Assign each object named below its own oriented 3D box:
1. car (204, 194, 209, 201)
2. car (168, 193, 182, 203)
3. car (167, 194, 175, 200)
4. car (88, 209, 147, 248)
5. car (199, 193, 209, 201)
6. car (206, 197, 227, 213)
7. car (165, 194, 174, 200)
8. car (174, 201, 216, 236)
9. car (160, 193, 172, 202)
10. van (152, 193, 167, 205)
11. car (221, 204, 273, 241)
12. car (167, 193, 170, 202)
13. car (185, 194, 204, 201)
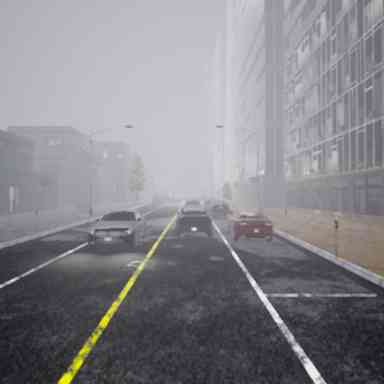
[{"bbox_3d":[2.702,1.418,50.042,1.947,1.339,4.313,1,0,0],"label":"car"},{"bbox_3d":[-3.001,1.313,61.938,2.128,1.511,4.902,0,0,0],"label":"car"},{"bbox_3d":[-5.677,1.286,89.606,1.887,1.381,4.507,1,0,0],"label":"car"},{"bbox_3d":[-3.100,1.482,14.637,1.812,1.442,4.674,0,0,0],"label":"car"},{"bbox_3d":[2.706,1.087,78.262,2.192,1.841,5.009,1,0,0],"label":"car"},{"bbox_3d":[2.702,1.467,33.109,1.947,1.339,4.313,1,0,0],"label":"car"},{"bbox_3d":[-5.677,1.307,83.962,2.008,1.369,4.403,1,0,0],"label":"car"},{"bbox_3d":[0.101,1.453,17.980,1.837,1.490,4.892,0,1,0],"label":"car"},{"bbox_3d":[-5.673,1.103,72.674,2.192,1.841,5.009,1,0,0],"label":"car"},{"bbox_3d":[-5.674,1.178,55.742,1.690,1.788,3.998,1,0,0],"label":"van"},{"bbox_3d":[2.702,1.496,16.178,1.887,1.381,4.507,1,0,0],"label":"car"},{"bbox_3d":[-5.678,1.402,61.387,1.802,1.307,4.206,1,0,0],"label":"car"},{"bbox_3d":[0.101,1.365,42.767,2.128,1.511,4.902,0,0,0],"label":"car"}]
